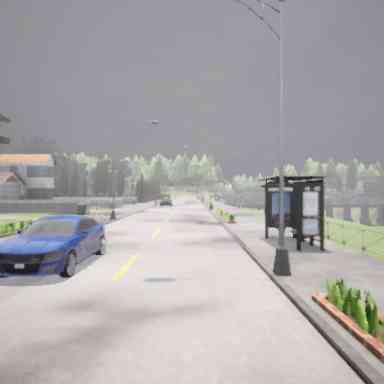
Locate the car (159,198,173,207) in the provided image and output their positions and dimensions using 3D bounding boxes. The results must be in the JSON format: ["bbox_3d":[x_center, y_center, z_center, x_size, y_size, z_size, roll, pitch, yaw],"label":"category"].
[{"bbox_3d":[-4.054,1.653,52.654,1.895,1.301,4.718,0,0,1],"label":"car"}]

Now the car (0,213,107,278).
[{"bbox_3d":[-4.099,1.488,10.397,1.882,1.535,5.008,0,0,0],"label":"car"}]

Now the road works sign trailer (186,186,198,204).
[{"bbox_3d":[0.010,0.531,66.050,2.380,3.560,2.880,0,0,0],"label":"road works sign trailer"}]
